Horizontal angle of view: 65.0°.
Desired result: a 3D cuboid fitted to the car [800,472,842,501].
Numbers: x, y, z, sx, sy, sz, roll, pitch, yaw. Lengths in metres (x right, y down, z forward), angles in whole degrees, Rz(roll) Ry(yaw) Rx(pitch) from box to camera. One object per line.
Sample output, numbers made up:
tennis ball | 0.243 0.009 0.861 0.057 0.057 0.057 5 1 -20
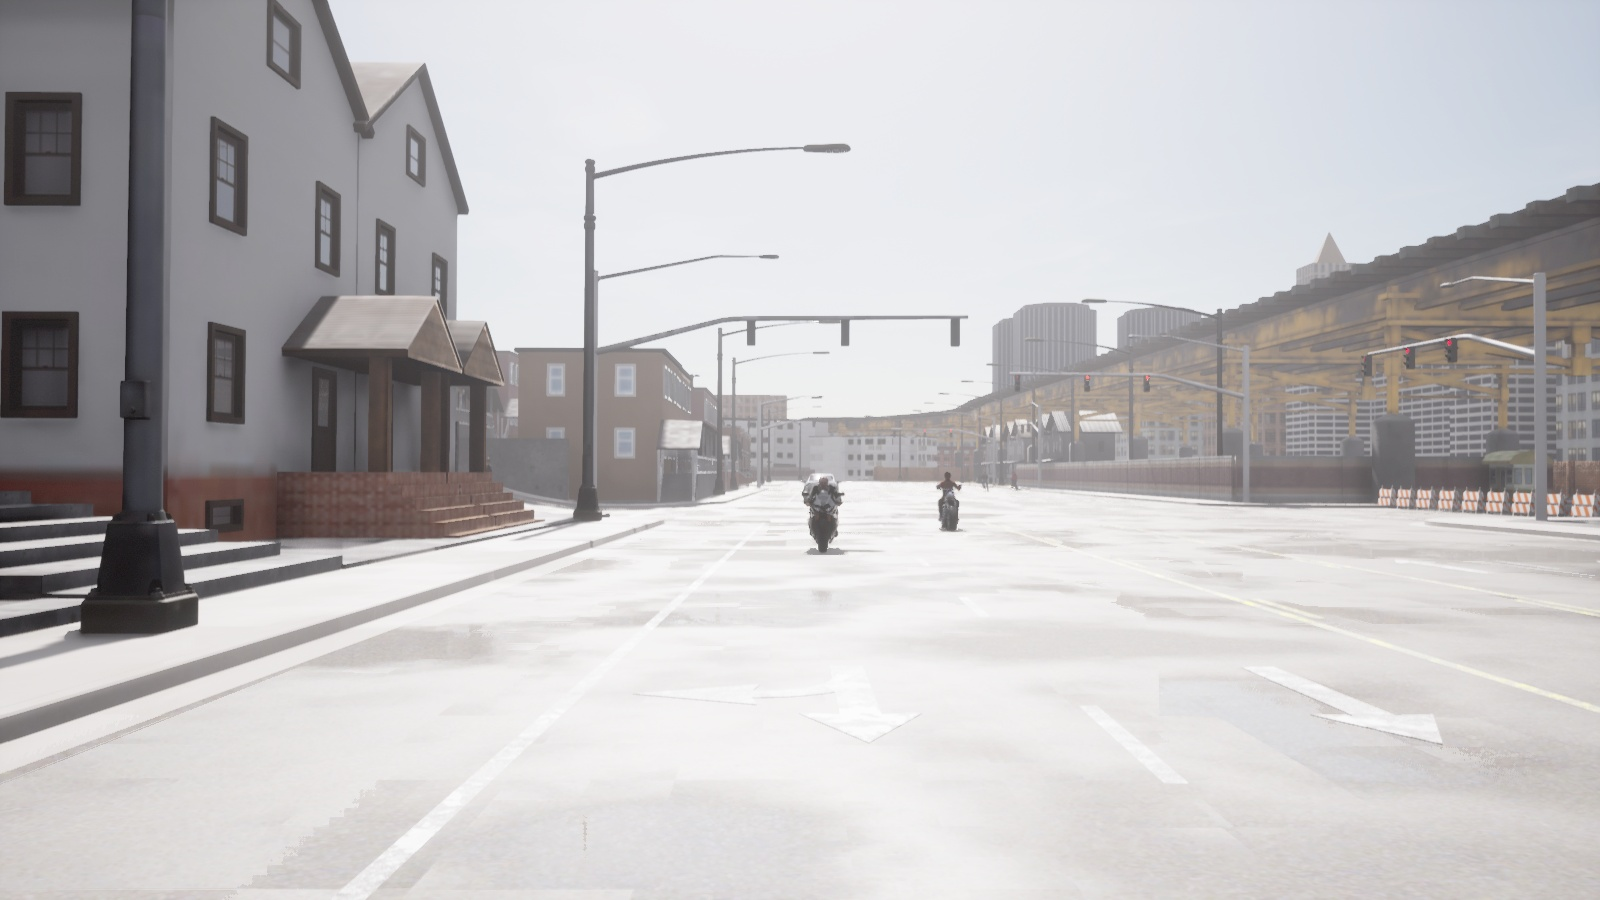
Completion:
car | 1.191 1.969 68.063 2.128 1.511 4.902 0 -1 2

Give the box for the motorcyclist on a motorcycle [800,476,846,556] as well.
motorcyclist on a motorcycle | 0.481 1.294 25.223 0.866 1.530 2.191 0 -1 2

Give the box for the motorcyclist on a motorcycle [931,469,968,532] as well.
motorcyclist on a motorcycle | 4.103 1.359 34.521 0.766 1.649 2.350 0 -1 1
